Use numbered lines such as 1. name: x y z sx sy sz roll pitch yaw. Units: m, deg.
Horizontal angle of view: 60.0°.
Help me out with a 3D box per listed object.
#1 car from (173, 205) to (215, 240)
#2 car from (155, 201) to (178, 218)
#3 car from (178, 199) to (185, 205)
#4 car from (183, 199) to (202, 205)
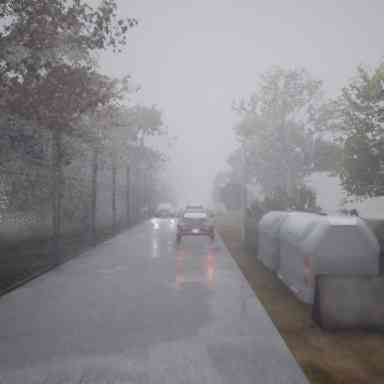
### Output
1. car: 0.186 1.621 17.490 1.812 1.442 4.674 0 -1 0
2. car: -2.666 1.849 33.756 1.812 1.442 4.674 0 -1 1
3. car: -2.137 2.667 74.662 2.150 2.045 5.566 0 -2 1
4. car: 0.293 1.836 35.700 1.882 1.535 5.008 0 -1 0
